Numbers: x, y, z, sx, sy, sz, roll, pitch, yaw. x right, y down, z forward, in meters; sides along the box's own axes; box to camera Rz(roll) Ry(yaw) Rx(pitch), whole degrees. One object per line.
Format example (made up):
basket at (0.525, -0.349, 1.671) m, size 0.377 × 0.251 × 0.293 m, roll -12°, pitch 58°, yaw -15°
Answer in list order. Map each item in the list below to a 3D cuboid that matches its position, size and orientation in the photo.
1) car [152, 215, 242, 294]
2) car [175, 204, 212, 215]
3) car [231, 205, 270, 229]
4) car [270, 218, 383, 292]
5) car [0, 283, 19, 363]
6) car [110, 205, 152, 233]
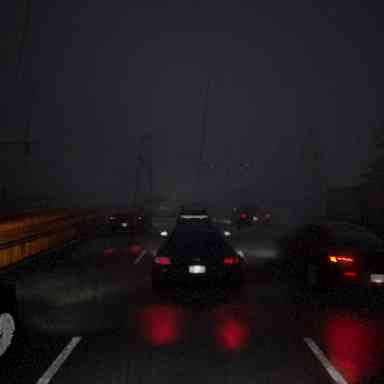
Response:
car at (0.102, 1.530, 8.751) m, size 1.994 × 1.385 × 4.181 m, roll 0°, pitch 0°, yaw 0°
car at (0.104, 1.419, 18.699) m, size 2.128 × 1.511 × 4.902 m, roll 0°, pitch 0°, yaw 0°
car at (3.604, 1.483, 20.940) m, size 1.994 × 1.385 × 4.181 m, roll 0°, pitch 0°, yaw 0°
car at (3.600, 1.492, 8.724) m, size 1.812 × 1.442 × 4.674 m, roll 0°, pitch 0°, yaw 0°
car at (-3.401, 1.466, 2.756) m, size 1.882 × 1.535 × 5.008 m, roll 0°, pitch 0°, yaw 0°
car at (-3.414, 1.452, 19.056) m, size 1.812 × 1.442 × 4.674 m, roll 0°, pitch 0°, yaw 0°
